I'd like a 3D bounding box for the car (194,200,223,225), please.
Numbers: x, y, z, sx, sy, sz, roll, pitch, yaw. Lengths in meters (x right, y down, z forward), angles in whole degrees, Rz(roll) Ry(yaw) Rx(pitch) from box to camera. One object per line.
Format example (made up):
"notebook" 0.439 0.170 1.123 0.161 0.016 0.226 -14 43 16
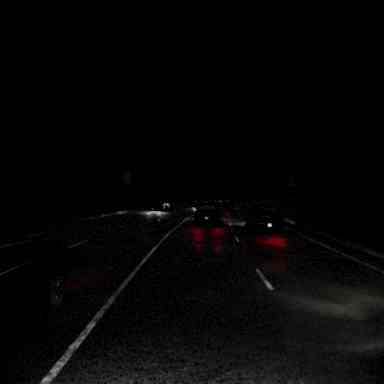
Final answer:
"car" 1.171 1.533 24.100 1.812 1.442 4.674 0 0 5

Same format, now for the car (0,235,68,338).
"car" -3.509 1.491 5.003 2.128 1.511 4.902 0 0 1

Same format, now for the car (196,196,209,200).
"car" 1.700 1.364 48.775 2.097 1.767 4.553 0 0 15

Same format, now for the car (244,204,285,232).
"car" 4.343 1.515 20.265 1.837 1.490 4.892 0 0 4

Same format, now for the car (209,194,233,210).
"car" 3.971 1.240 42.446 2.150 2.045 5.566 0 0 12

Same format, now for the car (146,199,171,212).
"car" -3.910 1.550 39.912 2.033 1.411 5.357 0 0 11
